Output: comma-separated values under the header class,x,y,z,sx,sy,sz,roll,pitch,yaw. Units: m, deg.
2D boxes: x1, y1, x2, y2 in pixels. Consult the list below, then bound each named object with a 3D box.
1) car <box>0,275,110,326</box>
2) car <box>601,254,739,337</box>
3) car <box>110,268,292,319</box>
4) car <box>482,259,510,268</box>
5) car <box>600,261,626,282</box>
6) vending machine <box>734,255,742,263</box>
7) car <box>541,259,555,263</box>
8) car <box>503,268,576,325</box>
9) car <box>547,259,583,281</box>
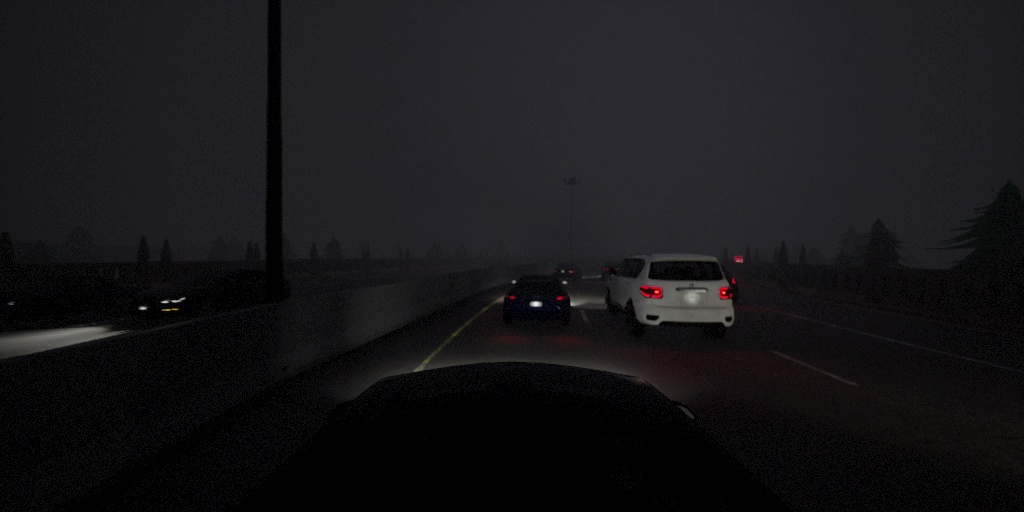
class,x,y,z,sx,sy,sz,roll,pitch,yaw
car,-13.566,1.260,10.328,1.895,1.301,4.718,0,0,5
car,4.173,0.957,10.427,2.150,2.045,5.566,0,0,6
car,-9.833,1.173,12.226,1.837,1.490,4.892,0,0,7
car,-2.091,1.106,50.145,2.033,1.411,5.357,0,0,27
car,8.490,1.186,29.813,1.837,1.490,4.892,0,0,18
vending machine,28.839,0.903,45.738,1.100,2.100,0.880,0,0,35
car,5.281,1.141,49.351,2.033,1.411,5.357,0,0,24
car,0.881,1.280,11.797,1.994,1.385,4.181,0,0,6
car,4.608,1.213,29.407,2.033,1.411,5.357,0,0,18
